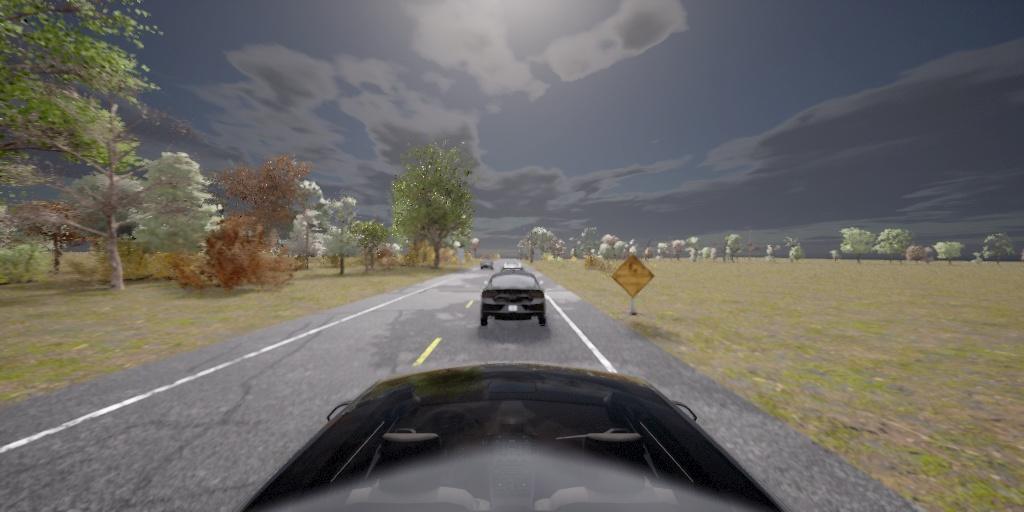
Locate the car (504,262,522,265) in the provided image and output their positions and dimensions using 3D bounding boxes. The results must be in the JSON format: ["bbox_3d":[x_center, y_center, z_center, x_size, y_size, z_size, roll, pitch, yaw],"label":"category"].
[{"bbox_3d":[0.059,1.231,27.837,2.128,1.511,4.902,0,0,0],"label":"car"}]

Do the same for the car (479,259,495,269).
[{"bbox_3d":[-3.587,1.241,51.922,1.837,1.490,4.892,0,-1,0],"label":"car"}]

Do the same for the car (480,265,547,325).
[{"bbox_3d":[0.058,1.223,11.820,1.882,1.535,5.008,0,0,1],"label":"car"}]

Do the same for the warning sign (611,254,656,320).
[{"bbox_3d":[3.547,0.860,10.505,1.300,1.860,1.060,0,0,0],"label":"warning sign"}]
